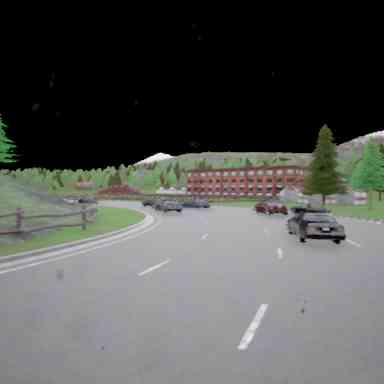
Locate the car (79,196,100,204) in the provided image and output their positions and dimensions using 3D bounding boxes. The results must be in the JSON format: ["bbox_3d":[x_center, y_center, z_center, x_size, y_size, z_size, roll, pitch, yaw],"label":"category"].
[{"bbox_3d":[-17.160,1.325,55.655,4.674,1.442,1.812,0,-1,43],"label":"car"}]

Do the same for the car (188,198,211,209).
[{"bbox_3d":[0.417,1.609,46.565,2.033,1.411,5.357,1,0,-34],"label":"car"}]

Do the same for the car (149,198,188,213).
[{"bbox_3d":[-2.707,1.548,36.684,2.033,1.411,5.357,1,0,-23],"label":"car"}]

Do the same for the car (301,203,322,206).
[{"bbox_3d":[12.211,1.833,34.520,1.895,1.301,4.718,1,0,-13],"label":"car"}]

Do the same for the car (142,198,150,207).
[{"bbox_3d":[-5.392,1.521,48.562,2.033,1.411,5.357,1,0,-36],"label":"car"}]

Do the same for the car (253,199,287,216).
[{"bbox_3d":[8.225,1.521,35.187,2.097,1.767,4.553,1,0,-13],"label":"car"}]

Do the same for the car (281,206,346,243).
[{"bbox_3d":[6.069,1.660,16.764,2.033,1.411,5.357,1,0,7],"label":"car"}]
